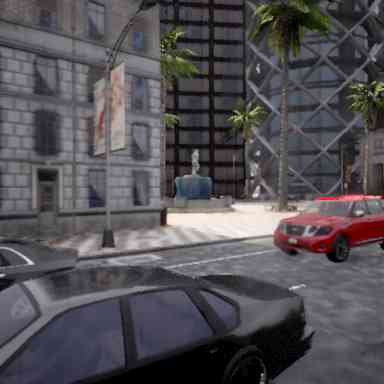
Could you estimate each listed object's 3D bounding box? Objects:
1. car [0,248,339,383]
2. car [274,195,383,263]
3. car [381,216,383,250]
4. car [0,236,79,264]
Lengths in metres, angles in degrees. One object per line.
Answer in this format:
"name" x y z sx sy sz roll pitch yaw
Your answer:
"car" -1.043 1.542 3.245 5.357 1.411 2.033 0 0 -36
"car" 5.468 1.163 12.141 5.566 2.045 2.150 -1 1 -35
"car" 7.779 1.436 9.492 4.902 1.511 2.128 0 0 -35
"car" -4.246 1.507 5.257 4.892 1.490 1.837 0 0 -35
